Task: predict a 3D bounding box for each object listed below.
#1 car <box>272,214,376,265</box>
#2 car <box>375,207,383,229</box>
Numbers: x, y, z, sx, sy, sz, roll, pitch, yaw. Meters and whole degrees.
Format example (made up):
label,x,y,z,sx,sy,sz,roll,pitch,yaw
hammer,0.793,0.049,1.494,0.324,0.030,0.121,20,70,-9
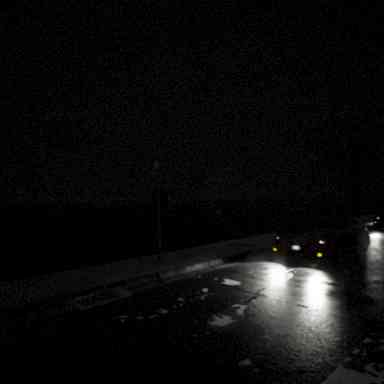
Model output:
label,x,y,z,sx,sy,sz,roll,pitch,yaw
car,4.494,1.462,11.412,1.994,1.385,4.181,-1,0,44
car,11.828,1.271,18.825,1.837,1.490,4.892,-1,0,45
